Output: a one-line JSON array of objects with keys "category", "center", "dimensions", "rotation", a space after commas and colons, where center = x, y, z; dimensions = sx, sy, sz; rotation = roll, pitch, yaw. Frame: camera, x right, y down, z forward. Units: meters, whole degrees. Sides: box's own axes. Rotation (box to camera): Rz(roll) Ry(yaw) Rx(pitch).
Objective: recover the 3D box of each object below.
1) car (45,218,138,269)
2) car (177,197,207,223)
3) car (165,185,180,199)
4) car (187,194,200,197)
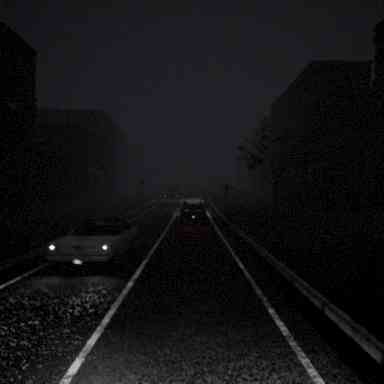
[{"category": "car", "center": [-3.102, 1.592, 11.220], "dimensions": [1.895, 1.301, 4.718], "rotation": [0, 0, 0]}, {"category": "car", "center": [0.097, 1.400, 24.484], "dimensions": [2.128, 1.511, 4.902], "rotation": [0, 1, 0]}, {"category": "car", "center": [-3.075, -0.002, 53.164], "dimensions": [2.150, 2.045, 5.566], "rotation": [0, 4, 0]}, {"category": "car", "center": [0.097, 0.944, 42.786], "dimensions": [1.895, 1.301, 4.718], "rotation": [0, 3, 0]}]
